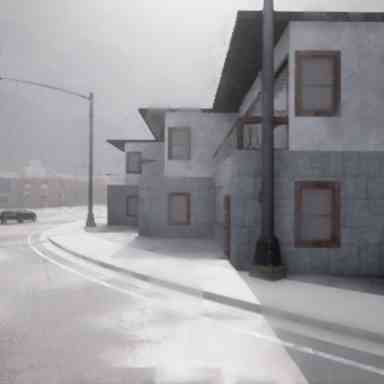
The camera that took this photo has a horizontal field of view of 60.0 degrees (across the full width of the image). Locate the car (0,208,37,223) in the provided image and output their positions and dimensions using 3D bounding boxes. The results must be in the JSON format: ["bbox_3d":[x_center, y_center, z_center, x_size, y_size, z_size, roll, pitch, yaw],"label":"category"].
[{"bbox_3d":[-17.439,2.320,33.614,2.128,1.511,4.902,0,-2,-2],"label":"car"}]
